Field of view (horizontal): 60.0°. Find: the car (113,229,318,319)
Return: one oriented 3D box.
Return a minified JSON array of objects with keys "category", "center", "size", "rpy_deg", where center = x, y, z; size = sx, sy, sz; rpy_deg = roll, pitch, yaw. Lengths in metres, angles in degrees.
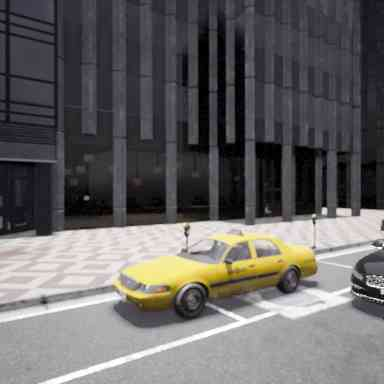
[{"category":"car","center":[0.750,1.522,7.300],"size":[4.829,1.417,1.752],"rpy_deg":[0,-1,-34]}]

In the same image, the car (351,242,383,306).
[{"category":"car","center":[5.359,1.500,7.179],"size":[4.892,1.490,1.837],"rpy_deg":[0,0,-35]}]
